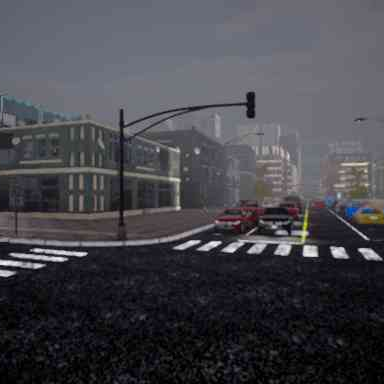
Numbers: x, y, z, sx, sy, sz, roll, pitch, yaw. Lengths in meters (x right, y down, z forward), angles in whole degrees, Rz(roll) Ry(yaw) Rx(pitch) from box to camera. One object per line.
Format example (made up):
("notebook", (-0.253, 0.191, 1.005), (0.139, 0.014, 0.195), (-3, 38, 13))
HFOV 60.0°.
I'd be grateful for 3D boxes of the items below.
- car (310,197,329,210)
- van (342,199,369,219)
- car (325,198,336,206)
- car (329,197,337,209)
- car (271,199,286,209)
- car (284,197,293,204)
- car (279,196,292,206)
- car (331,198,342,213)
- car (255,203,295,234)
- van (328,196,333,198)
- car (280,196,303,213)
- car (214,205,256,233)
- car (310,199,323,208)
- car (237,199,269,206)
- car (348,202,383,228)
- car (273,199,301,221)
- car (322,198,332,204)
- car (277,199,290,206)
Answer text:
("car", (18.389, 1.857, 48.299), (1.994, 1.385, 4.181), (0, 0, 19))
("van", (14.219, 1.502, 28.615), (1.690, 1.788, 3.998), (0, 0, 19))
("car", (27.160, 1.914, 65.432), (1.752, 1.417, 4.829), (0, 0, 19))
("car", (21.581, 1.856, 49.561), (1.947, 1.339, 4.313), (0, 0, 19))
("car", (13.618, 1.864, 52.177), (1.752, 1.417, 4.829), (0, 0, 19))
("car", (22.821, 2.027, 78.362), (1.752, 1.417, 4.829), (0, 0, 19))
("car", (19.196, 1.752, 68.049), (2.192, 1.841, 5.009), (0, 0, 19))
("car", (17.899, 1.776, 39.087), (2.008, 1.369, 4.403), (0, 0, 19))
("car", (5.173, 1.658, 20.329), (1.812, 1.442, 4.674), (0, 0, 18))
("van", (25.263, 1.696, 60.035), (1.690, 1.788, 3.998), (0, 0, 19))
("car", (12.001, 1.473, 39.693), (2.150, 2.045, 5.566), (0, 0, 20))
("car", (2.630, 1.728, 20.916), (1.802, 1.307, 4.206), (0, 0, 19))
("car", (21.598, 1.899, 57.731), (2.033, 1.411, 5.357), (0, 0, 19))
("car", (4.471, 1.493, 26.154), (2.192, 1.841, 5.009), (0, 0, 19))
("car", (12.434, 1.655, 23.537), (1.752, 1.417, 4.829), (0, 0, 19))
("car", (8.496, 1.668, 29.797), (1.882, 1.535, 5.008), (0, 0, 19))
("car", (30.784, 2.019, 75.745), (1.947, 1.339, 4.313), (0, 0, 19))
("car", (17.355, 1.956, 62.811), (2.008, 1.369, 4.403), (0, 0, 19))
